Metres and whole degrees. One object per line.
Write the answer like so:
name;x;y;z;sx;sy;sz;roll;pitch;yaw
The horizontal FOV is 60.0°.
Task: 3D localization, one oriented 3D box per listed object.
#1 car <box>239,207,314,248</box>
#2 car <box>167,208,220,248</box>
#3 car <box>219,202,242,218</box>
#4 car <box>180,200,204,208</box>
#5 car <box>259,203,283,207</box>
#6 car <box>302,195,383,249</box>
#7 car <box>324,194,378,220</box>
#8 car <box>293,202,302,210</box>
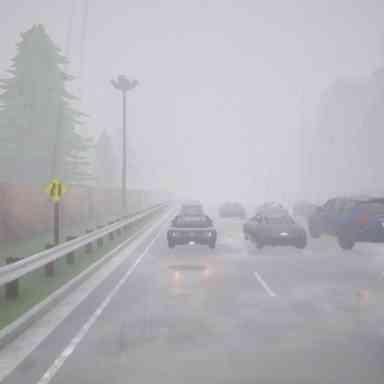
car;3.500;1.570;14.639;1.994;1.385;4.181;0;0;0
car;0.000;1.613;14.669;1.895;1.301;4.718;0;0;0
car;3.500;1.570;29.639;1.994;1.385;4.181;0;0;0
car;0.000;1.482;29.639;1.882;1.535;5.008;0;0;0
car;7.000;1.614;29.669;1.895;1.301;4.718;0;0;0
car;7.000;1.255;14.669;2.150;2.045;5.566;0;0;0
car;14.000;1.255;29.669;2.150;2.045;5.566;0;0;0
car;10.500;1.482;29.639;1.882;1.535;5.008;0;0;0
